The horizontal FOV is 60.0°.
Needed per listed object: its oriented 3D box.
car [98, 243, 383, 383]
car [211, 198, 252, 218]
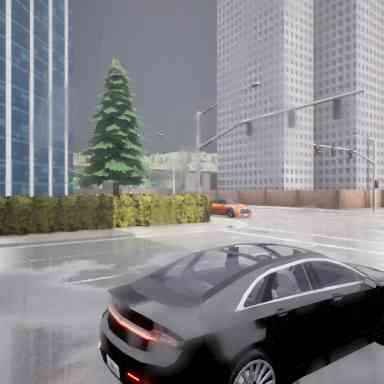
[{"bbox_3d":[1.207,1.492,4.667,4.902,1.511,2.128,0,0,-35],"label":"car"},{"bbox_3d":[3.280,1.352,29.907,2.097,1.767,4.553,0,0,-35],"label":"car"}]
